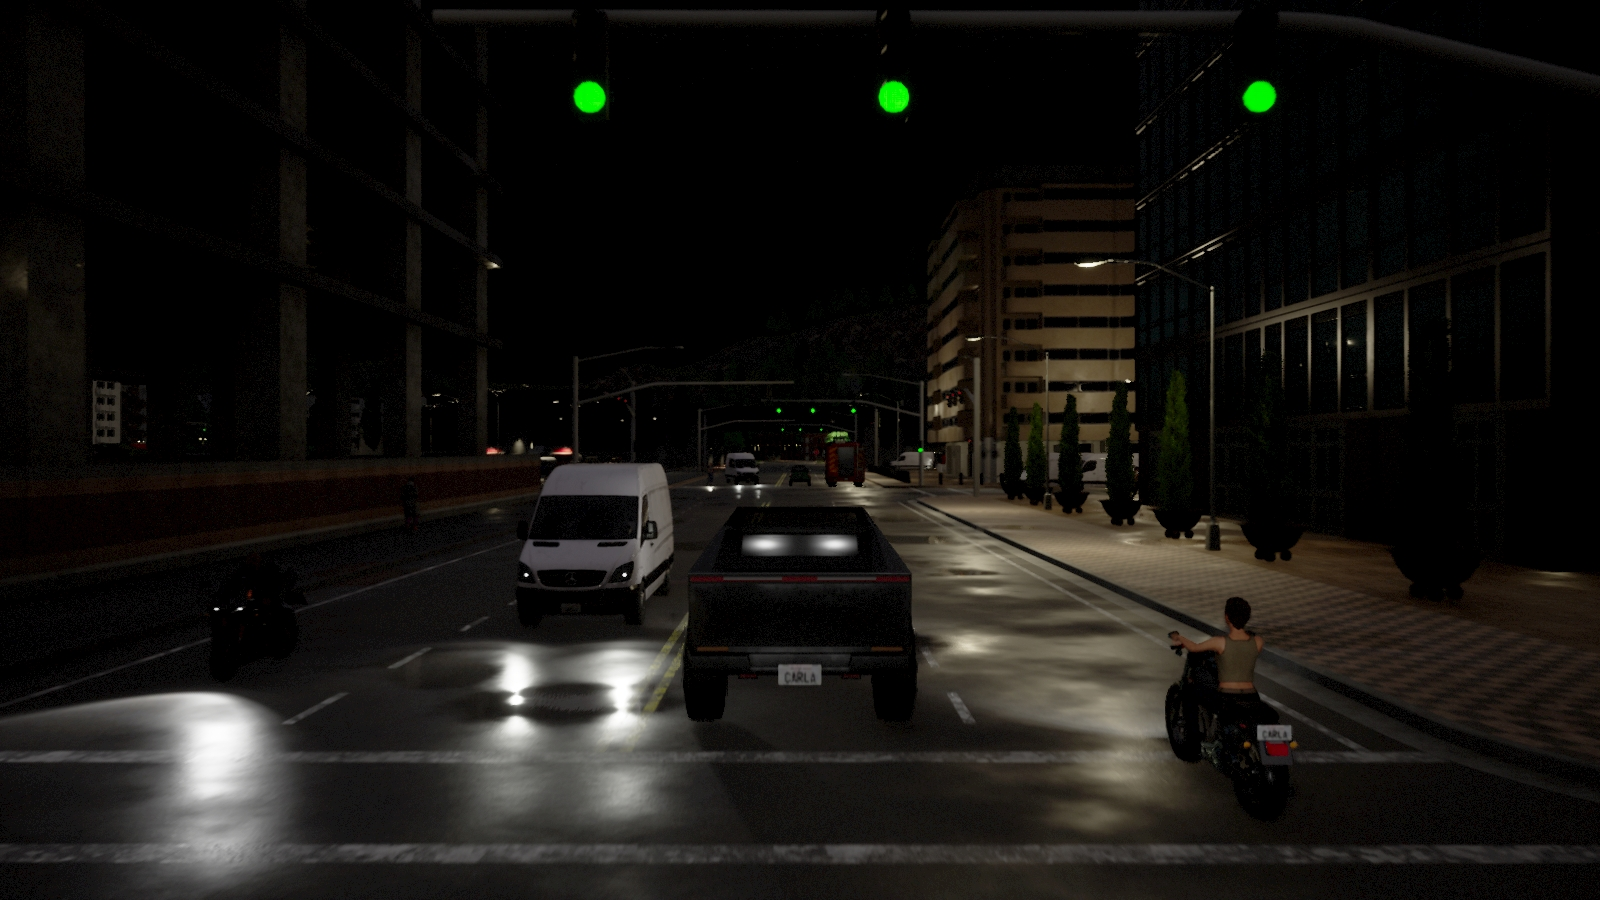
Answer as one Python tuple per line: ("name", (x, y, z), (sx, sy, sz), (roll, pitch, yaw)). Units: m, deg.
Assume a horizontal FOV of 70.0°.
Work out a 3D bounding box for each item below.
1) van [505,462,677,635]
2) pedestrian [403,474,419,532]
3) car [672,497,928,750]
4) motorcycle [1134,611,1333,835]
("van", (-3.498, 1.534, 20.336), (1.988, 2.561, 5.915), (0, 0, 0))
("pedestrian", (-12.497, 1.695, 36.672), (0.375, 1.860, 0.375), (0, 0, 3))
("car", (-0.001, 1.753, 13.806), (2.390, 2.098, 6.274), (0, 0, 0))
("motorcycle", (3.501, 2.154, 9.497), (0.764, 1.307, 2.356), (0, 0, 0))
